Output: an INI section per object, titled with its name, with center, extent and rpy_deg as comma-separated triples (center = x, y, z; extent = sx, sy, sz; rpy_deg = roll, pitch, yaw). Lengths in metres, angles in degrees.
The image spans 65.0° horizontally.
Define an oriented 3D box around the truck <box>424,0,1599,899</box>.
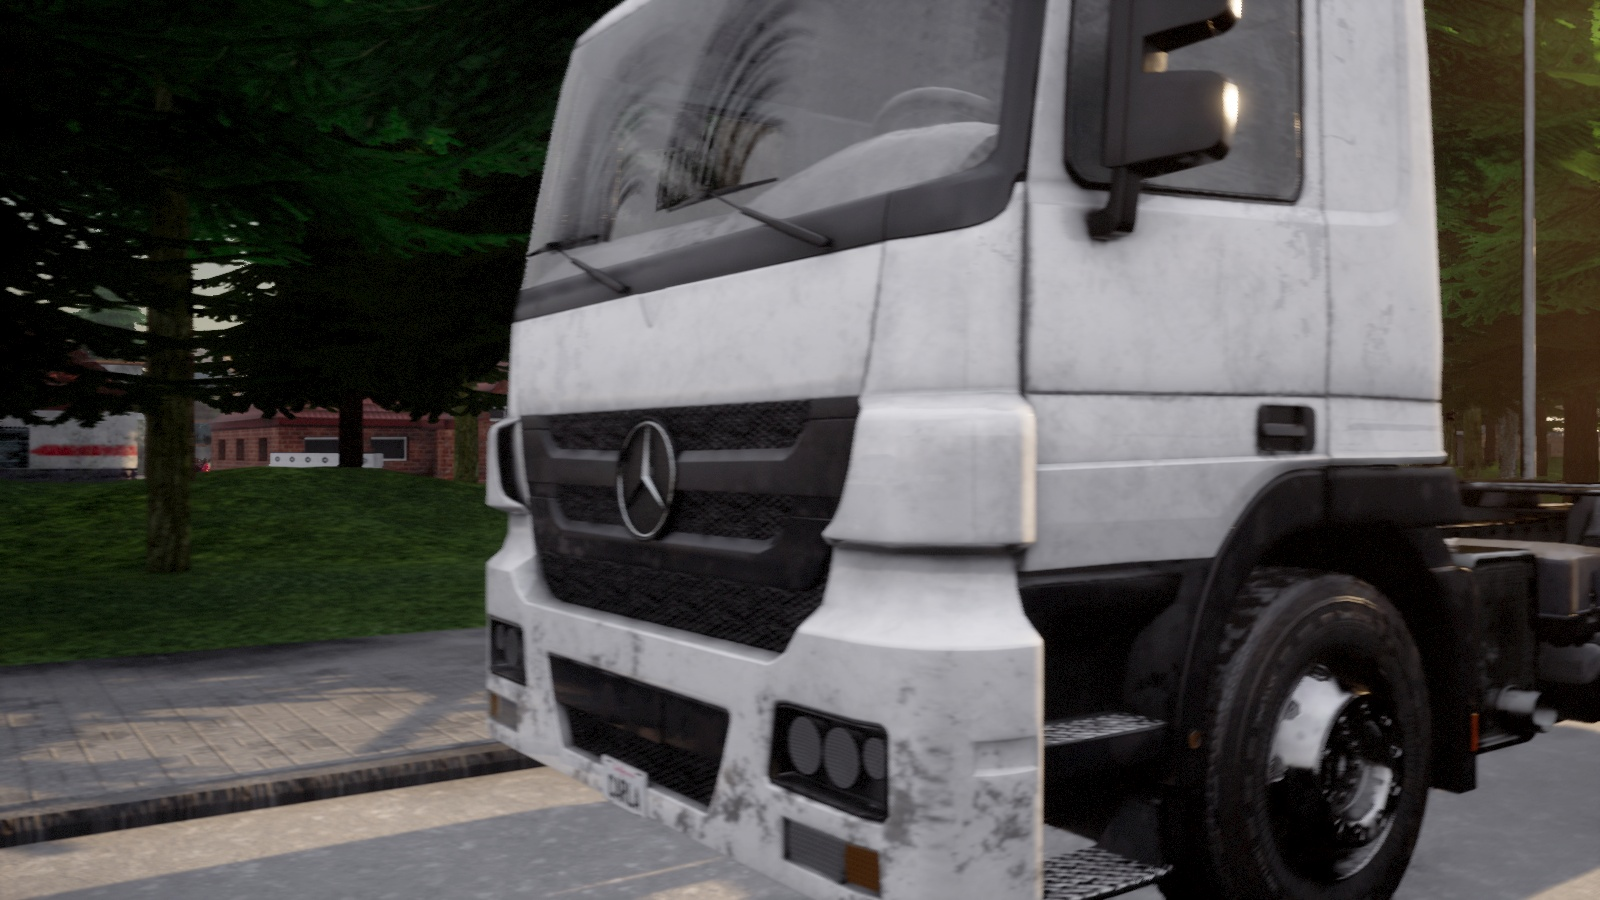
[truck]
center = 2.590, -0.227, 6.075
extent = 7.936, 3.462, 2.891
rpy_deg = 0, 0, -35
